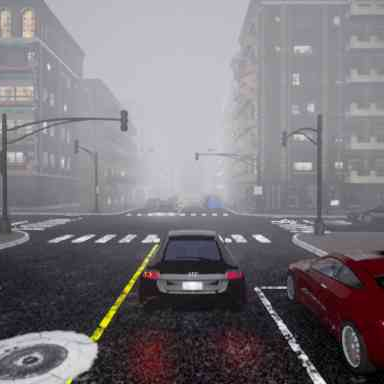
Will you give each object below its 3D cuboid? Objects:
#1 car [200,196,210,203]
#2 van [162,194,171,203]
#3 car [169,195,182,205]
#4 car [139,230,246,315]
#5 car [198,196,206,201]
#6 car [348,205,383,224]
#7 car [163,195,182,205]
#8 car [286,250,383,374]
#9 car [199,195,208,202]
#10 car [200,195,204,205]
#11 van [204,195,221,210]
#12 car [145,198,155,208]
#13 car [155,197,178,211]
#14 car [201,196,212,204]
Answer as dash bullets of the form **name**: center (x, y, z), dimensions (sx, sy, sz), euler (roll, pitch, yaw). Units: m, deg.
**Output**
- **car**: center (2.740, 1.658, 70.808), dimensions (1.887, 1.381, 4.507), euler (-1, 0, 0)
- **van**: center (-5.782, 1.474, 76.397), dimensions (1.690, 1.788, 3.998), euler (-1, 0, 0)
- **car**: center (-3.018, 1.434, 61.216), dimensions (2.097, 1.767, 4.553), euler (0, 0, 0)
- **car**: center (0.008, 1.564, 7.666), dimensions (1.994, 1.385, 4.181), euler (0, 0, 0)
- **car**: center (2.829, 1.764, 92.895), dimensions (1.947, 1.339, 4.313), euler (-1, 0, 0)
- **car**: center (14.628, 1.726, 26.239), dimensions (4.181, 1.385, 1.994), euler (1, 0, 0)
- **car**: center (-3.055, 1.603, 51.114), dimensions (2.033, 1.411, 5.357), euler (0, 0, 0)
- **car**: center (2.797, 1.581, 5.326), dimensions (1.802, 1.307, 4.206), euler (0, 0, 0)
- **car**: center (2.796, 1.593, 81.850), dimensions (1.967, 1.590, 4.097), euler (-1, 0, 0)
- **car**: center (2.761, 1.365, 48.725), dimensions (2.192, 1.841, 5.009), euler (-1, 0, 0)
- **van**: center (2.846, 1.379, 43.228), dimensions (1.690, 1.788, 3.998), euler (-1, 0, 0)
- **car**: center (-5.802, 1.632, 48.782), dimensions (1.802, 1.307, 4.206), euler (-1, 0, 0)
- **car**: center (-3.066, 1.635, 40.897), dimensions (1.895, 1.301, 4.718), euler (0, 0, 0)
- **car**: center (2.734, 1.535, 65.287), dimensions (1.967, 1.590, 4.097), euler (-1, 0, 0)
